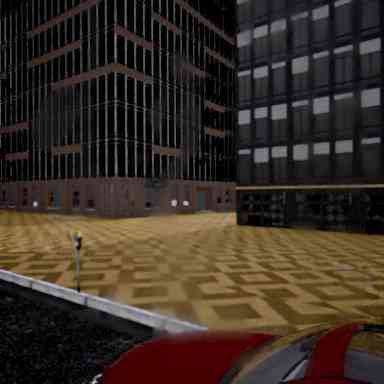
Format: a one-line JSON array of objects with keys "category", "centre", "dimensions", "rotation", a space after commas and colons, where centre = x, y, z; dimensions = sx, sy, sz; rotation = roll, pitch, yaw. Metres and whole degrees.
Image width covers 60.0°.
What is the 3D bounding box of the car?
[{"category": "car", "centre": [1.100, 1.582, 2.098], "dimensions": [4.206, 1.307, 1.802], "rotation": [0, 0, 36]}]
